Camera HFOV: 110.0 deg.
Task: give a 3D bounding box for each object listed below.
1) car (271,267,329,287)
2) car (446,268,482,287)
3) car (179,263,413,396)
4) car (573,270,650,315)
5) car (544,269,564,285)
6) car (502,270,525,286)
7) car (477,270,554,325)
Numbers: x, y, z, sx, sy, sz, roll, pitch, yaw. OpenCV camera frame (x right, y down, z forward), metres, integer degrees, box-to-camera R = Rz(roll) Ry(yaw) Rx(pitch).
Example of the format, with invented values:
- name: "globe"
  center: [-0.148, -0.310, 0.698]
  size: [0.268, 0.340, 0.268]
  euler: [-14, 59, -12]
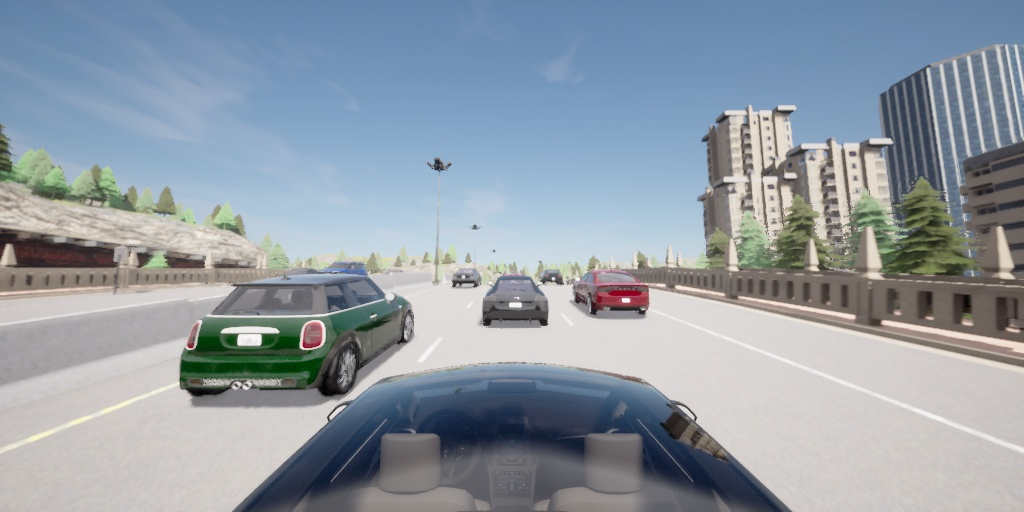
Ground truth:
- name: "car"
  center: [-17.600, 1.730, 30.127]
  size: [1.882, 1.535, 5.008]
  euler: [0, -3, 0]
- name: "car"
  center: [-3.403, 1.663, 27.617]
  size: [2.033, 1.411, 5.357]
  euler: [0, -3, 0]
- name: "car"
  center: [-3.401, 1.113, 6.771]
  size: [2.097, 1.767, 4.553]
  euler: [0, 0, 0]
- name: "car"
  center: [3.599, 1.255, 13.795]
  size: [1.882, 1.535, 5.008]
  euler: [0, 0, 0]
- name: "car"
  center: [3.596, 1.992, 33.368]
  size: [1.812, 1.442, 4.674]
  euler: [0, -4, 0]
- name: "car"
  center: [0.096, 1.952, 31.695]
  size: [1.895, 1.301, 4.718]
  euler: [0, -4, 0]
- name: "car"
  center: [0.099, 1.337, 11.996]
  size: [1.994, 1.385, 4.181]
  euler: [0, 0, 0]
